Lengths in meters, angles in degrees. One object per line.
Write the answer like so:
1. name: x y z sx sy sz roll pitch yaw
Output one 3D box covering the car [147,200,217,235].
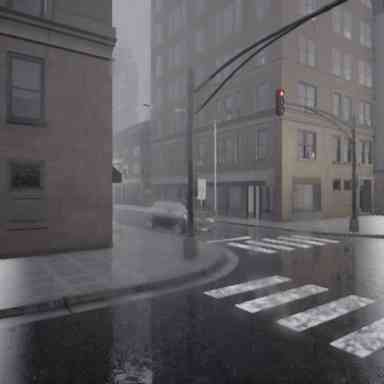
1. car: -0.656 1.258 18.255 2.097 1.767 4.553 0 0 -36
